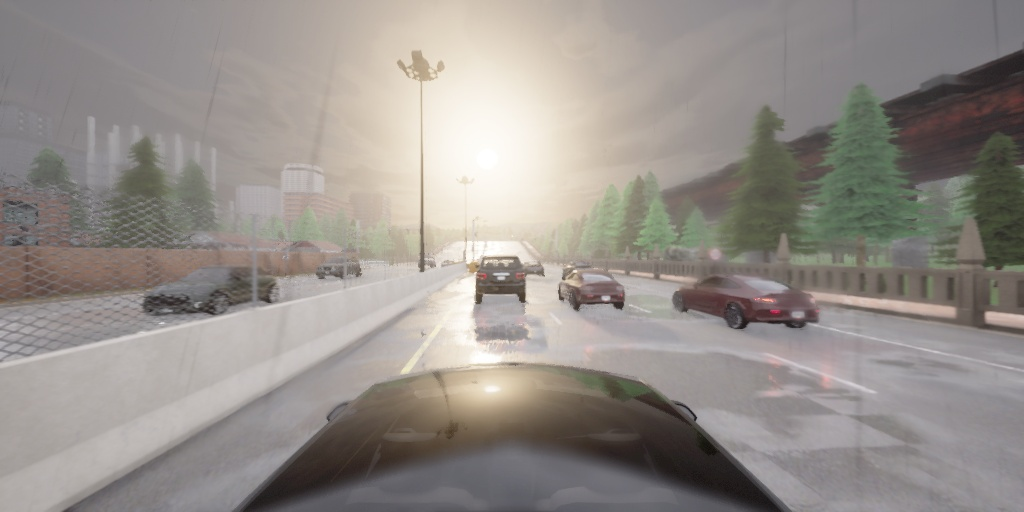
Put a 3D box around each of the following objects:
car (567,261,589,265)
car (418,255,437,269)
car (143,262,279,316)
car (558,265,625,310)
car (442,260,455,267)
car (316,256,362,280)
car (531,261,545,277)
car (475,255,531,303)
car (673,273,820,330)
[{"bbox_3d":[5.678,1.189,31.203,2.128,1.511,4.902,0,0,-3],"label":"car"},{"bbox_3d":[-13.317,0.805,56.845,2.150,2.045,5.566,0,0,-3],"label":"car"},{"bbox_3d":[-11.114,1.148,13.689,2.097,1.767,4.553,0,0,-3],"label":"car"},{"bbox_3d":[3.053,1.251,14.386,1.812,1.442,4.674,0,0,-3],"label":"car"},{"bbox_3d":[-9.785,1.304,56.176,2.033,1.411,5.357,0,0,-3],"label":"car"},{"bbox_3d":[-15.620,1.025,32.767,2.150,2.045,5.566,0,0,-3],"label":"car"},{"bbox_3d":[1.984,1.206,34.748,2.128,1.511,4.902,0,0,-3],"label":"car"},{"bbox_3d":[-0.573,0.963,16.954,2.150,2.045,5.566,0,0,-3],"label":"car"},{"bbox_3d":[6.726,1.235,10.852,1.812,1.442,4.674,0,0,-3],"label":"car"}]
